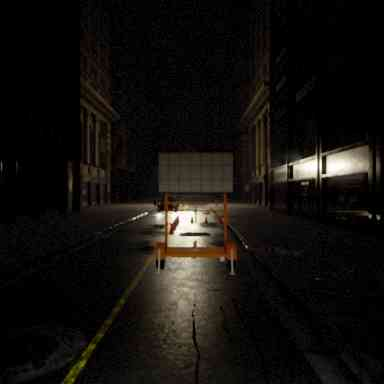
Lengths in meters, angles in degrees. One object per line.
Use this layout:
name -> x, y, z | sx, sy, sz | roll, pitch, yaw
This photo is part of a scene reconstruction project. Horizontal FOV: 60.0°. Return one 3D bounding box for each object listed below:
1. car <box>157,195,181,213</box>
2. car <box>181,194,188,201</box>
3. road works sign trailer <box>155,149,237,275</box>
car -> -2.655, 1.345, 36.675 | 2.097, 1.767, 4.553 | 0, 0, 1
car -> -2.054, 1.324, 77.141 | 2.128, 1.511, 4.902 | 0, 0, 1
road works sign trailer -> 0.117, 0.461, 10.429 | 2.380, 3.560, 2.880 | 0, 0, 1
